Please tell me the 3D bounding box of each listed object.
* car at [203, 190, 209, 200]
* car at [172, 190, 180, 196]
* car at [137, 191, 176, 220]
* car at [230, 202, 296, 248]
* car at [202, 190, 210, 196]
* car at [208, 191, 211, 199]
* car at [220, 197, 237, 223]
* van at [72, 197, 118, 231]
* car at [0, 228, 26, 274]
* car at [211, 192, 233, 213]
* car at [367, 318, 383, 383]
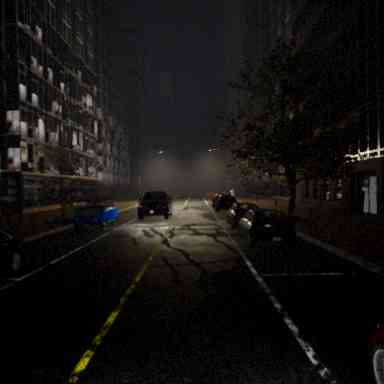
[{"bbox_3d":[3.400,0.641,58.866,1.887,1.381,4.507,-1,1,1],"label":"car"},{"bbox_3d":[-4.582,0.286,93.122,1.947,1.339,4.313,-1,1,1],"label":"car"},{"bbox_3d":[-2.689,0.928,25.195,2.150,2.045,5.566,-1,1,1],"label":"car"},{"bbox_3d":[2.870,1.316,13.334,2.008,1.369,4.403,-1,1,1],"label":"car"},{"bbox_3d":[3.731,0.214,87.322,1.947,1.339,4.313,-1,1,1],"label":"car"},{"bbox_3d":[3.133,0.876,36.099,1.967,1.590,4.097,-1,1,1],"label":"car"},{"bbox_3d":[2.937,1.236,19.026,2.008,1.369,4.403,-1,1,1],"label":"car"},{"bbox_3d":[-5.446,1.189,19.127,1.690,1.788,3.998,-1,1,1],"label":"van"},{"bbox_3d":[-5.575,1.557,7.746,2.008,1.369,4.403,-1,1,1],"label":"car"},{"bbox_3d":[3.067,0.960,30.408,1.967,1.590,4.097,-1,1,1],"label":"car"},{"bbox_3d":[2.738,1.501,1.952,1.802,1.307,4.206,-1,1,1],"label":"car"}]
